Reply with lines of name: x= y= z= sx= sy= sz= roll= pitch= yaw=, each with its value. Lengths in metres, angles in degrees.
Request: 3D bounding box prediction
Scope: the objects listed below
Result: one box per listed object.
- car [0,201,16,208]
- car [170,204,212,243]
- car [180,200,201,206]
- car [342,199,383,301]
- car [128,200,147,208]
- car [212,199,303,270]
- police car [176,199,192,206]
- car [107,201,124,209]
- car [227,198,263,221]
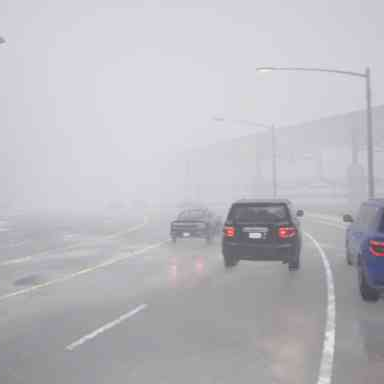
car: x=-43.594 y=3.042 z=76.278 sx=4.553 sy=1.767 sz=2.097 roll=-1 pitch=0 yaw=-35
car: x=0.312 y=1.601 z=16.640 sx=2.128 sy=1.511 sz=4.902 roll=-1 pitch=0 yaw=13
car: x=0.326 y=1.797 z=34.297 sx=1.994 sy=1.385 sz=4.181 roll=-1 pitch=0 yaw=-12
car: x=4.970 y=1.145 z=7.888 sx=2.150 sy=2.045 sz=5.566 roll=-2 pitch=0 yaw=21
car: x=-10.172 y=2.180 z=61.680 sx=1.882 sy=1.535 sz=5.008 roll=-1 pitch=0 yaw=-34
car: x=2.524 y=1.235 z=11.310 sx=2.150 sy=2.045 sz=5.566 roll=-1 pitch=0 yaw=18
police car: x=-0.619 y=1.768 z=46.481 sx=1.930 sy=1.638 sz=5.238 roll=-1 pitch=-1 yaw=-28
car: x=-14.202 y=2.370 z=61.387 sx=1.994 sy=1.385 sz=4.181 roll=-1 pitch=0 yaw=-34
car: x=4.555 y=1.438 z=29.370 sx=2.097 sy=1.767 sz=4.553 roll=-2 pitch=0 yaw=-4
